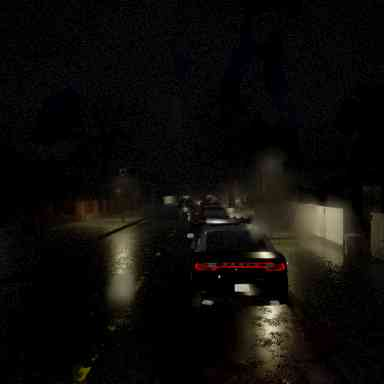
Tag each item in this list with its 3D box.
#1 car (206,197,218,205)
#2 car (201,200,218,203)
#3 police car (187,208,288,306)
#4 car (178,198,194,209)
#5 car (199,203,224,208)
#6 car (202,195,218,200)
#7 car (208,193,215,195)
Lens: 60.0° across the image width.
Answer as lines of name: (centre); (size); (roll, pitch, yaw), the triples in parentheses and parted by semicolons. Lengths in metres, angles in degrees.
car: (3.757, 1.651, 61.064); (1.895, 1.301, 4.718); (0, 0, 7)
car: (1.423, 1.537, 24.059); (1.812, 1.442, 4.674); (0, 0, 3)
police car: (0.896, 1.427, 8.247); (1.930, 1.638, 5.238); (0, 0, 1)
car: (-0.771, 1.524, 44.793); (2.128, 1.511, 4.902); (0, 0, 5)
car: (1.166, 1.533, 18.090); (1.812, 1.442, 4.674); (0, 0, 2)
car: (2.189, 1.523, 45.906); (2.128, 1.511, 4.902); (0, 0, 6)
car: (5.018, 1.319, 87.279); (2.150, 2.045, 5.566); (0, 0, 10)
